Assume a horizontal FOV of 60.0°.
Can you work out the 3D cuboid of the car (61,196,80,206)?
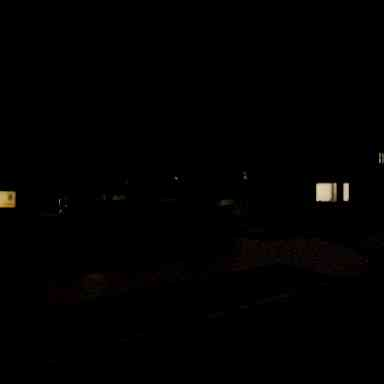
[{"bbox_3d":[-16.114,1.270,44.878,2.033,1.411,5.357,1,0,-37],"label":"car"}]

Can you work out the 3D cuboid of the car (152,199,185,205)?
[{"bbox_3d":[-1.788,1.306,25.877,1.882,1.535,5.008,1,0,-37],"label":"car"}]
